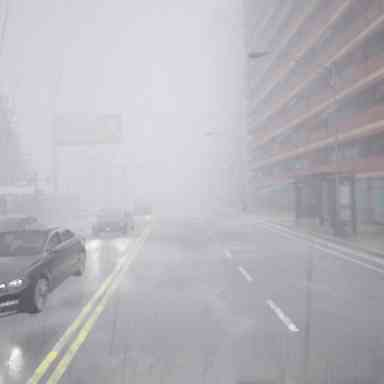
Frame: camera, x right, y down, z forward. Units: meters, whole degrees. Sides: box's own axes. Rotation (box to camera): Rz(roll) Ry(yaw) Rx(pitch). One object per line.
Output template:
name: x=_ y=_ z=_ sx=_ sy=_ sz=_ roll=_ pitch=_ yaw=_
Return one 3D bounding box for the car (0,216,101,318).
car: x=-3.899 y=1.622 z=7.896 sx=2.128 sy=1.511 sz=4.902 roll=-2 pitch=0 yaw=-3

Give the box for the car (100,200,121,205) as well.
car: x=-8.848 y=1.634 z=36.194 sx=2.097 sy=1.767 sz=4.553 roll=-2 pitch=0 yaw=-3

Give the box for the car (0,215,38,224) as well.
car: x=-7.721 y=1.767 z=14.009 sx=1.837 sy=1.490 sz=4.892 roll=-2 pitch=0 yaw=-3

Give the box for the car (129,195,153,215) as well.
car: x=-5.304 y=1.508 z=35.291 sx=2.097 sy=1.767 sz=4.553 roll=-2 pitch=0 yaw=-3

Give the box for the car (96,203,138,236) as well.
car: x=-4.496 y=1.668 z=19.534 sx=1.812 sy=1.442 sz=4.674 roll=-2 pitch=0 yaw=-3

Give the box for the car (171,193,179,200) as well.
car: x=-4.878 y=1.616 z=95.004 sx=2.128 sy=1.511 sz=4.902 roll=-2 pitch=0 yaw=-3
